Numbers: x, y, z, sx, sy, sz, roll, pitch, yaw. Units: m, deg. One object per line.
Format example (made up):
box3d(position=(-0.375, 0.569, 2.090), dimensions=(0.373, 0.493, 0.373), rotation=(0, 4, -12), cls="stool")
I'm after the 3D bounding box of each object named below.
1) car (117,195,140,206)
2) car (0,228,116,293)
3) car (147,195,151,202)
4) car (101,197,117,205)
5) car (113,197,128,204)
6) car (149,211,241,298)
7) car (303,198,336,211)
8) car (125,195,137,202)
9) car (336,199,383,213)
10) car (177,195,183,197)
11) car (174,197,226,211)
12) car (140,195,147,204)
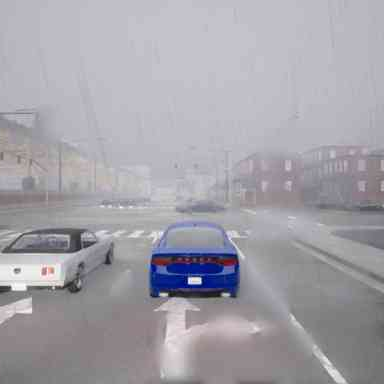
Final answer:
box3d(position=(-10.520, 1.352, 55.033), dimensions=(2.097, 1.767, 4.553), rotation=(0, 0, 0), cls="car")
box3d(position=(-3.420, 1.601, 8.838), dimensions=(1.895, 1.301, 4.718), rotation=(0, 0, 0), cls="car")
box3d(position=(-10.420, 1.478, 74.568), dimensions=(1.882, 1.535, 5.008), rotation=(0, 0, 0), cls="car")
box3d(position=(-14.012, 1.564, 56.543), dimensions=(1.994, 1.385, 4.181), rotation=(0, 0, 0), cls="car")
box3d(position=(-13.955, 1.601, 65.548), dimensions=(1.895, 1.301, 4.718), rotation=(0, 0, 1), cls="car")
box3d(position=(0.075, 1.478, 8.571), dimensions=(1.882, 1.535, 5.008), rotation=(0, 0, 1), cls="car")
box3d(position=(15.755, 1.492, 39.549), dimensions=(4.902, 1.511, 2.128), rotation=(0, 0, 0), cls="car")
box3d(position=(-13.918, 1.524, 75.857), dimensions=(1.812, 1.442, 4.674), rotation=(0, 0, 0), cls="car")
box3d(position=(18.400, 1.564, 36.045), dimensions=(4.181, 1.385, 1.994), rotation=(0, 0, 0), cls="car")
box3d(position=(-3.400, 1.500, 93.329), dimensions=(1.837, 1.490, 4.892), rotation=(0, 0, 0), cls="car")
box3d(position=(0.847, 1.548, 34.336), dimensions=(5.357, 1.411, 2.033), rotation=(0, 0, -22), cls="car")
box3d(position=(-10.476, 1.505, 64.164), dimensions=(1.837, 1.490, 4.892), rotation=(0, 0, 1), cls="car")
